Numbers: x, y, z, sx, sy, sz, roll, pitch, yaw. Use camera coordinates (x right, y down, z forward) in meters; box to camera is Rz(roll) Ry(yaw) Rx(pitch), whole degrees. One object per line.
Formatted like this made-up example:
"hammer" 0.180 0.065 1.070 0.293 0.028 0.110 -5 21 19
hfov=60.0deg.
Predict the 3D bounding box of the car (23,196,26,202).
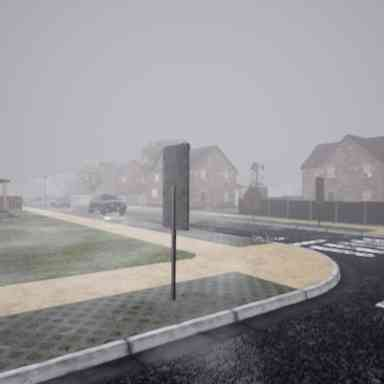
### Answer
"car" -40.454 1.665 81.573 2.128 1.511 4.902 1 -1 -36

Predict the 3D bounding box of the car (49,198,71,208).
"car" -18.685 1.577 46.906 2.033 1.411 5.357 1 -1 -36

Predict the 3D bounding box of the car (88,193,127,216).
"car" -8.345 1.163 32.504 2.150 2.045 5.566 1 0 -36

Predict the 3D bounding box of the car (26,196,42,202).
"car" -34.430 1.520 73.279 2.128 1.511 4.902 1 -1 -36
